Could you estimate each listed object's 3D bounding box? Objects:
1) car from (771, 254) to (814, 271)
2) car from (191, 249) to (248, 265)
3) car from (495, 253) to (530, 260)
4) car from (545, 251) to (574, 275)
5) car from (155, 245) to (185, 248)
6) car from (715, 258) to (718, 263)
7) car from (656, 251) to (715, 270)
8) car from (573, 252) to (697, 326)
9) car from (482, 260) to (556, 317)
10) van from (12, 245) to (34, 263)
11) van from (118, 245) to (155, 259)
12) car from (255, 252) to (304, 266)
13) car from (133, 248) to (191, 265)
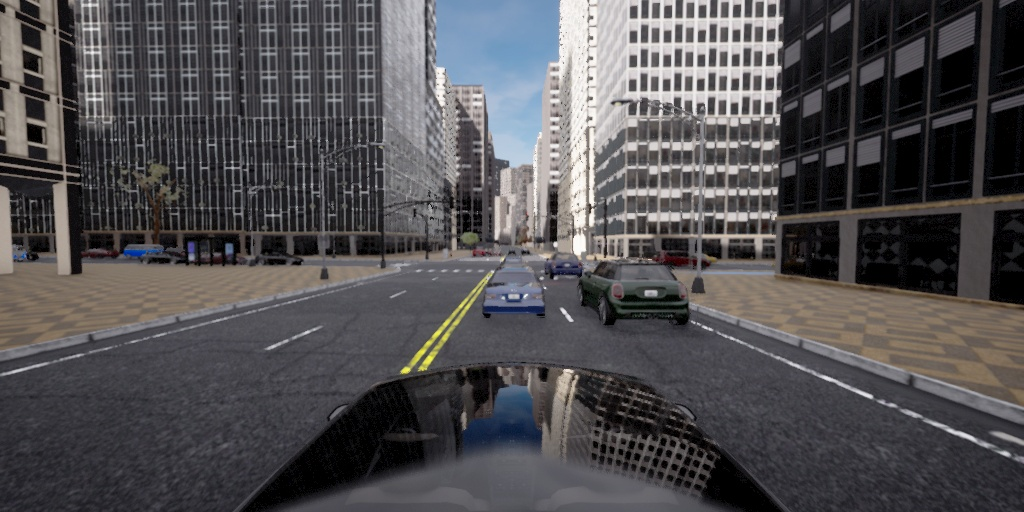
[{"bbox_3d":[27.657,0.719,34.388,4.829,1.417,1.751,0,0,1],"label":"car"},{"bbox_3d":[-28.399,0.257,35.258,4.207,1.307,1.802,0,0,1],"label":"car"},{"bbox_3d":[0.109,0.748,22.864,1.994,1.385,4.181,0,2,0],"label":"car"},{"bbox_3d":[3.361,0.509,23.916,2.097,1.767,4.553,0,2,0],"label":"car"},{"bbox_3d":[-34.339,-0.144,38.050,4.553,1.767,2.097,1,2,1],"label":"car"},{"bbox_3d":[21.823,0.313,42.865,4.829,1.417,1.751,0,0,1],"label":"car"},{"bbox_3d":[16.209,0.405,34.588,5.009,1.841,2.192,0,0,1],"label":"car"},{"bbox_3d":[3.354,0.861,10.768,2.097,1.767,4.553,0,2,0],"label":"car"},{"bbox_3d":[0.096,1.029,11.769,2.033,1.411,5.357,0,1,1],"label":"car"},{"bbox_3d":[-51.124,-0.209,35.834,3.998,1.789,1.690,0,0,1],"label":"van"},{"bbox_3d":[-45.267,-0.507,44.088,3.998,1.789,1.690,0,0,1],"label":"van"},{"bbox_3d":[-22.716,0.296,35.123,4.313,1.339,1.948,0,0,1],"label":"car"},{"bbox_3d":[-34.080,0.184,35.432,4.313,1.339,1.948,0,0,1],"label":"car"}]
